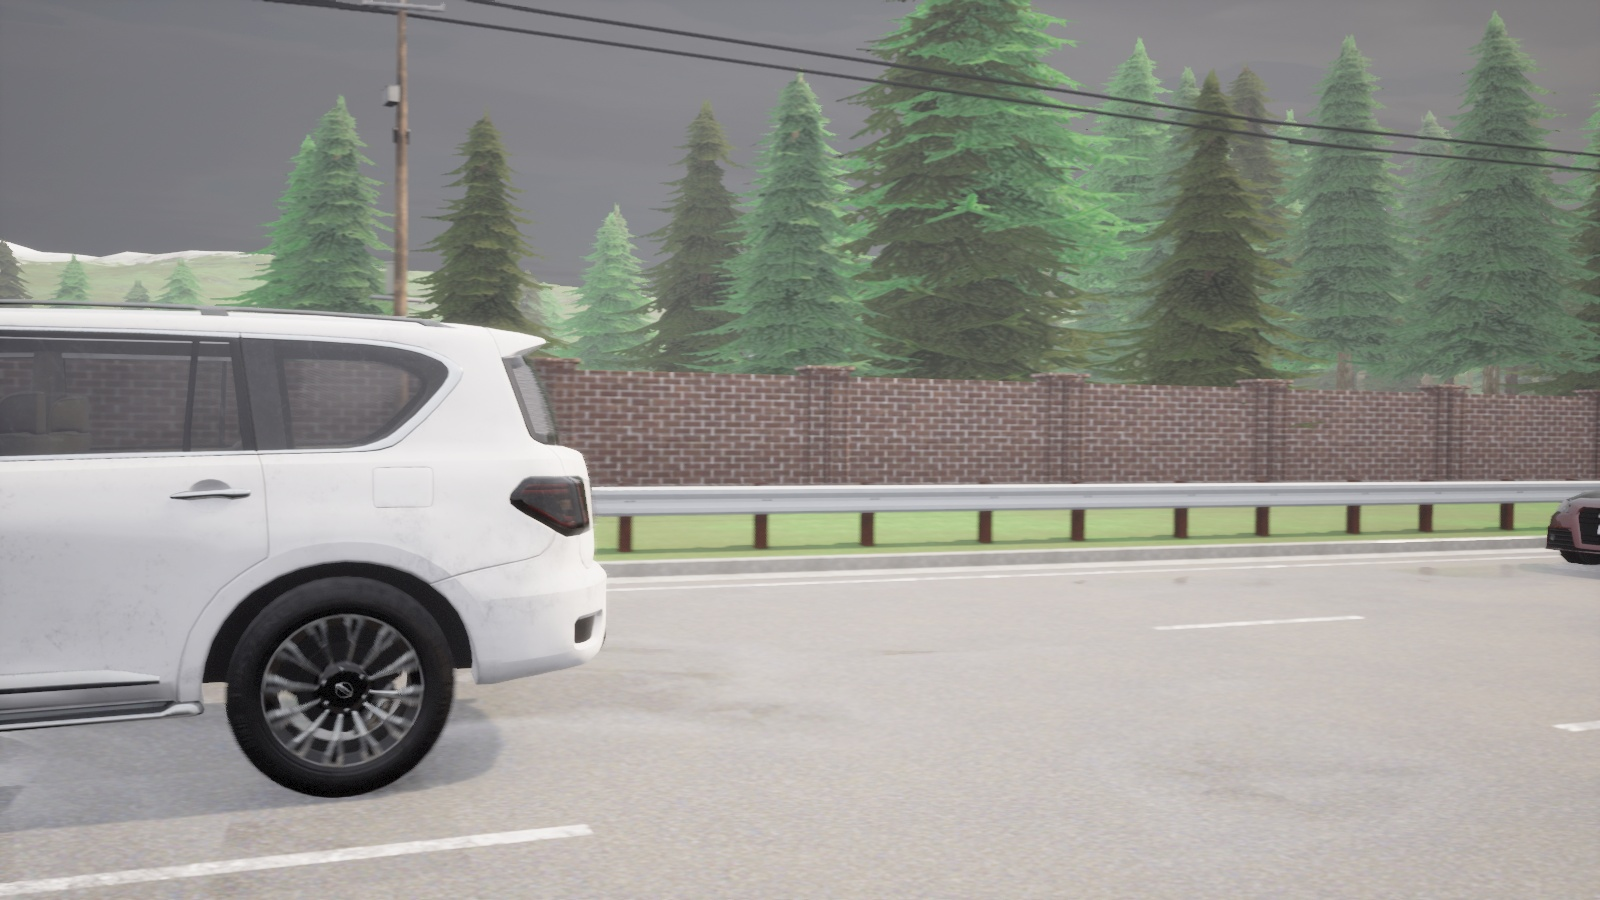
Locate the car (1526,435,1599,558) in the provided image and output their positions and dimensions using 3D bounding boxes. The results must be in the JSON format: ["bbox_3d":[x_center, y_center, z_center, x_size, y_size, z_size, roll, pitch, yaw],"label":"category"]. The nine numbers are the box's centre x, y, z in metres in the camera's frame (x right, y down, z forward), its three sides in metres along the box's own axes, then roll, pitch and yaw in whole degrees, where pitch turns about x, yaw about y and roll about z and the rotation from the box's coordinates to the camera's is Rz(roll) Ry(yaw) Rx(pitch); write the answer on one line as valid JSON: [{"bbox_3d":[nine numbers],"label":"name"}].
[{"bbox_3d":[11.043,0.500,14.921,4.181,1.385,1.994,-1,1,-21],"label":"car"}]

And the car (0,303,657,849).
[{"bbox_3d":[-3.634,0.465,5.600,5.566,2.045,2.150,-1,1,-21],"label":"car"}]
